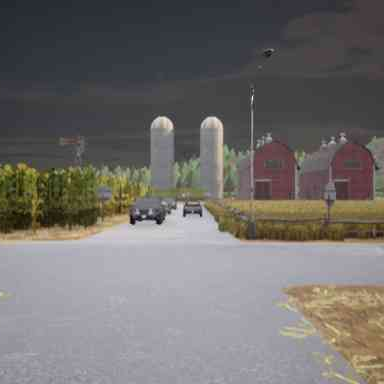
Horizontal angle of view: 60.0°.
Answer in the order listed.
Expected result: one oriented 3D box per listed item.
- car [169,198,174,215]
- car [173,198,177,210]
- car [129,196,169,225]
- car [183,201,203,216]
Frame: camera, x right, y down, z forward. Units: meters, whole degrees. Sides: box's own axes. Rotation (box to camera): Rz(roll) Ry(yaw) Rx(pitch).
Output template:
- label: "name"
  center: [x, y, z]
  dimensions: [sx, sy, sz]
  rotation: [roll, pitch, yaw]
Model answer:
- label: "car"
  center: [-3.228, 1.729, 36.222]
  dimensions: [1.812, 1.442, 4.674]
  rotation: [0, -1, 0]
- label: "car"
  center: [-3.217, 1.627, 47.000]
  dimensions: [2.097, 1.767, 4.553]
  rotation: [0, 0, 0]
- label: "car"
  center: [-3.221, 1.317, 24.965]
  dimensions: [2.150, 2.045, 5.566]
  rotation: [0, -1, 0]
- label: "car"
  center: [0.066, 1.675, 34.102]
  dimensions: [2.128, 1.511, 4.902]
  rotation: [0, -1, 0]
